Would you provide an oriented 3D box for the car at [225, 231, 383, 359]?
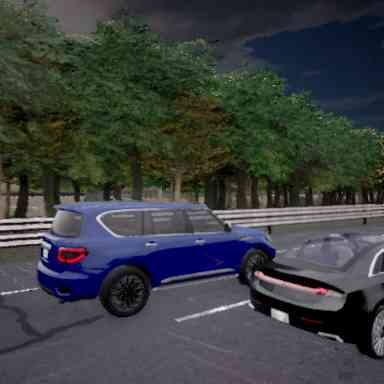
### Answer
[{"bbox_3d":[3.193,1.508,6.027,4.902,1.511,2.128,0,0,-36],"label":"car"}]

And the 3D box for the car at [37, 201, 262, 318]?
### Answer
[{"bbox_3d":[-0.512,1.233,7.682,5.566,2.045,2.150,0,0,-36],"label":"car"}]
